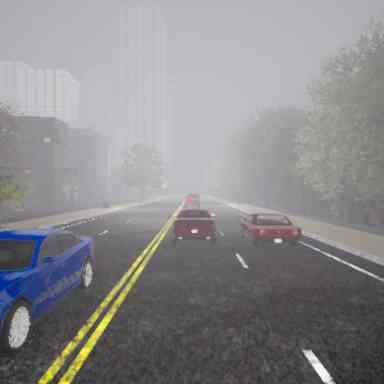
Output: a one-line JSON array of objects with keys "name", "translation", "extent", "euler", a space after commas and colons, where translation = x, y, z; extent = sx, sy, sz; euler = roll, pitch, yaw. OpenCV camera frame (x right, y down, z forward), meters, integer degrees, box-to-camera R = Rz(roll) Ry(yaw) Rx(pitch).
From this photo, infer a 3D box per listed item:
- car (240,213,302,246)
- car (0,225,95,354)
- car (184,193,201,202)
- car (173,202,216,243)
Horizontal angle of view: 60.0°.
[{"name": "car", "translation": [3.346, 1.600, 15.153], "extent": [1.895, 1.301, 4.718], "euler": [0, 0, 0]}, {"name": "car", "translation": [-3.350, 1.478, 6.307], "extent": [1.882, 1.535, 5.008], "euler": [0, 0, 0]}, {"name": "car", "translation": [0.090, 1.210, 48.599], "extent": [2.150, 2.045, 5.566], "euler": [0, 0, 0]}, {"name": "car", "translation": [0.097, 1.477, 16.263], "extent": [1.882, 1.535, 5.008], "euler": [0, 0, 0]}]
